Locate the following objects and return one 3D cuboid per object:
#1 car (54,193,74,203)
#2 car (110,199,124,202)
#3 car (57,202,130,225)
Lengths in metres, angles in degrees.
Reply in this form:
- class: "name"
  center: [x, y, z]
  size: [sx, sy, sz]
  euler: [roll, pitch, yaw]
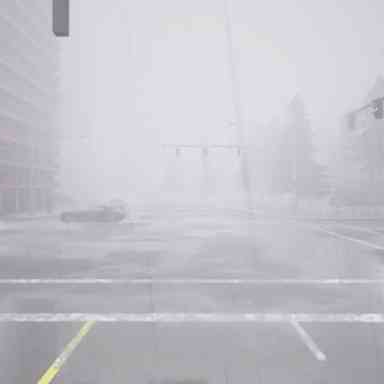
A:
- class: "car"
  center: [-22.947, 1.198, 57.880]
  size: [5.566, 2.045, 2.150]
  euler: [0, 0, 33]
- class: "car"
  center: [-8.739, 1.530, 38.752]
  size: [2.033, 1.411, 5.357]
  euler: [0, 0, -17]
- class: "car"
  center: [-6.907, 1.613, 23.665]
  size: [4.718, 1.301, 1.895]
  euler: [0, 0, 0]
